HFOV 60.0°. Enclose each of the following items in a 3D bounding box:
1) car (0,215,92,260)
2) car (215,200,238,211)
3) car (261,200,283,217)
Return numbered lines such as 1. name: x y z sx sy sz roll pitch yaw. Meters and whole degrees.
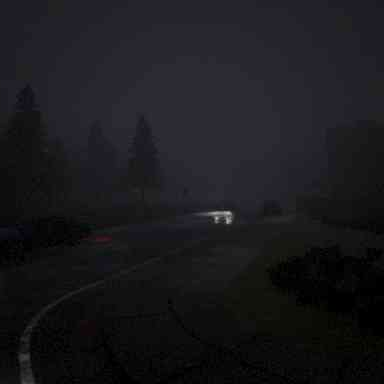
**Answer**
1. car: -6.310 1.656 13.412 2.033 1.411 5.357 0 0 21
2. car: 4.378 1.624 41.591 1.895 1.301 4.718 0 0 21
3. car: 7.501 1.476 31.342 1.816 1.474 4.193 -6 -2 18
